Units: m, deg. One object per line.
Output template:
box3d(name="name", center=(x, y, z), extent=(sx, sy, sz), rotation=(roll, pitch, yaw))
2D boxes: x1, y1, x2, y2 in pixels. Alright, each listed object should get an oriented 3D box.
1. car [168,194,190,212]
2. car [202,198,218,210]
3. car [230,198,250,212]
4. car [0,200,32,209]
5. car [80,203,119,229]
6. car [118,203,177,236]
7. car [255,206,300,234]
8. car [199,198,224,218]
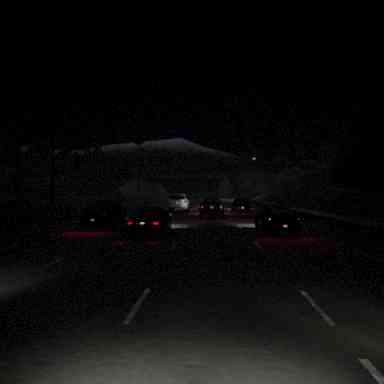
box3d(name="car", center=(-1.455, 1.194, 37.933), extent=(2.150, 2.045, 5.566), rotation=(0, 0, 2))
box3d(name="car", center=(2.272, 1.530, 43.685), extent=(1.994, 1.385, 4.181), rotation=(0, 0, 2))
box3d(name="car", center=(5.565, 1.473, 38.332), extent=(1.837, 1.490, 4.892), rotation=(0, -1, 2))
box3d(name="car", center=(-15.998, 1.468, 29.386), extent=(2.128, 1.511, 4.902), rotation=(0, 0, 2))
box3d(name="car", center=(-5.603, 1.460, 21.594), extent=(1.882, 1.535, 5.008), rotation=(0, 0, 2))
box3d(name="car", center=(-2.230, 1.533, 18.175), extent=(2.033, 1.411, 5.357), rotation=(0, 0, 2))
box3d(name="car", center=(4.797, 1.511, 18.992), extent=(1.812, 1.442, 4.674), rotation=(0, 0, 2))
box3d(name="car", center=(1.727, 1.329, 29.794), extent=(2.097, 1.767, 4.553), rotation=(0, 0, 2))
